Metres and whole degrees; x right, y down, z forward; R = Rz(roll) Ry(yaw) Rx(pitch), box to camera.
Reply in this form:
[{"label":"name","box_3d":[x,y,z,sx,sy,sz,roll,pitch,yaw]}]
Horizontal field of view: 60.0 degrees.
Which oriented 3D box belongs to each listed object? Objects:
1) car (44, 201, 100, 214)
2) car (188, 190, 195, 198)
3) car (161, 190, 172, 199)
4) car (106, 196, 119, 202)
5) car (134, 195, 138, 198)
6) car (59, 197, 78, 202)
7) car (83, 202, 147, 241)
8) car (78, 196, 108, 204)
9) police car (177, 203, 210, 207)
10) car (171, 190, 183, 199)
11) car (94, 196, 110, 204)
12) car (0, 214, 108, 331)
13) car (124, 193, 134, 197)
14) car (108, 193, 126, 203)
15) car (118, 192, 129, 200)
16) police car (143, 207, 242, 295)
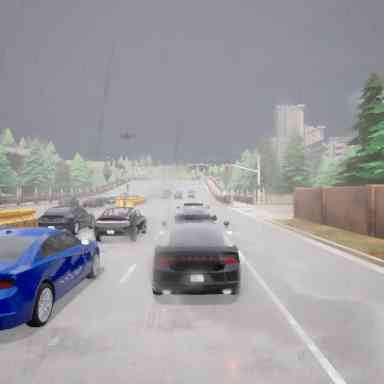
[{"label":"car","box_3d":[-6.909,1.505,18.730,1.837,1.490,4.892,0,0,0]},{"label":"car","box_3d":[-0.164,0.931,91.320,1.895,1.301,4.718,0,4,0]},{"label":"car","box_3d":[-7.147,1.071,88.534,1.994,1.385,4.181,0,4,0]},{"label":"car","box_3d":[-17.559,1.587,73.668,1.895,1.301,4.718,0,0,0]},{"label":"car","box_3d":[-14.099,1.401,80.452,2.128,1.511,4.902,0,1,0]},{"label":"car","box_3d":[-17.617,1.505,47.418,1.837,1.490,4.892,0,0,0]},{"label":"car","box_3d":[-3.417,1.492,16.528,2.128,1.511,4.902,0,0,1]},{"label":"car","box_3d":[-14.119,1.548,47.647,2.033,1.411,5.357,0,0,0]},{"label":"police car","box_3d":[0.090,1.425,18.771,1.930,1.638,5.238,0,0,0]},{"label":"car","box_3d":[-3.645,0.903,88.111,2.097,1.767,4.553,0,3,0]},{"label":"car","box_3d":[-17.552,1.564,64.844,1.994,1.385,4.181,0,0,0]},{"label":"car","box_3d":[-3.404,1.478,7.022,1.882,1.535,5.008,0,0,0]},{"label":"car","box_3d":[-14.041,1.552,70.105,1.994,1.385,4.181,0,0,0]},{"label":"car","box_3d":[-14.089,1.492,60.591,2.128,1.511,4.902,0,0,0]},{"label":"car","box_3d":[-17.631,1.013,85.837,2.097,1.767,4.553,0,2,0]},{"label":"police car","box_3d":[0.096,1.425,8.868,1.930,1.638,5.238,0,0,0]}]
